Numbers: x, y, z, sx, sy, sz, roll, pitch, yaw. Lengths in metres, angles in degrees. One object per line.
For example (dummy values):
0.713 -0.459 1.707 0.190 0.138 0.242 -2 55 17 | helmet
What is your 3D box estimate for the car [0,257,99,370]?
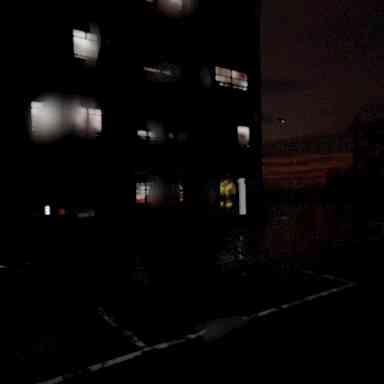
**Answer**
-3.479 1.550 4.092 4.507 1.381 1.887 -1 0 -35 | car
